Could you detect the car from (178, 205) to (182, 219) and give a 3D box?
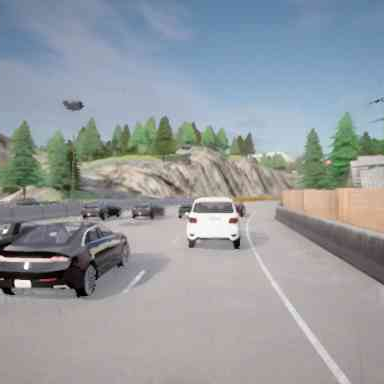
[{"bbox_3d":[0.083,1.597,30.455,1.837,1.490,4.892,0,0,12],"label":"car"}]

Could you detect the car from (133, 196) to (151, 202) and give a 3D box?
[{"bbox_3d":[-11.872,1.690,79.657,1.837,1.490,4.892,0,0,26],"label":"car"}]

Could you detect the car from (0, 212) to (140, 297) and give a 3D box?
[{"bbox_3d":[-3.008,1.509,8.635,2.128,1.511,4.902,0,0,4],"label":"car"}]

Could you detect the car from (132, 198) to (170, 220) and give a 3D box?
[{"bbox_3d":[-3.739,1.569,29.278,2.128,1.511,4.902,0,0,11],"label":"car"}]

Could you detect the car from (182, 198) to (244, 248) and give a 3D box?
[{"bbox_3d":[1.085,1.271,15.313,2.150,2.045,5.566,0,0,6],"label":"car"}]

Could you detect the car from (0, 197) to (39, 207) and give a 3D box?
[{"bbox_3d":[-19.813,1.410,38.344,2.097,1.767,4.553,0,0,14],"label":"car"}]

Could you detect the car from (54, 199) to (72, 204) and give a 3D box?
[{"bbox_3d":[-15.533,1.604,41.104,1.812,1.442,4.674,0,0,15],"label":"car"}]

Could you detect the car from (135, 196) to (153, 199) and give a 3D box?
[{"bbox_3d":[-10.124,1.723,75.334,2.033,1.411,5.357,0,0,26],"label":"car"}]

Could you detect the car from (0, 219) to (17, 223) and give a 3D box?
[{"bbox_3d":[-6.301,1.618,11.747,1.895,1.301,4.718,0,0,5],"label":"car"}]

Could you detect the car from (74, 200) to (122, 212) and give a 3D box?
[{"bbox_3d":[-7.518,1.554,28.150,2.128,1.511,4.902,0,0,11],"label":"car"}]

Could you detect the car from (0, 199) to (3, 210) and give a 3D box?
[{"bbox_3d":[-26.370,1.595,41.201,2.033,1.411,5.357,0,0,14],"label":"car"}]

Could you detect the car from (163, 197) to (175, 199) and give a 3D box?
[{"bbox_3d":[-5.698,1.751,76.359,2.033,1.411,5.357,0,0,26],"label":"car"}]

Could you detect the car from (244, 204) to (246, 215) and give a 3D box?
[{"bbox_3d":[4.286,1.590,33.136,1.882,1.535,5.008,0,0,13],"label":"car"}]
